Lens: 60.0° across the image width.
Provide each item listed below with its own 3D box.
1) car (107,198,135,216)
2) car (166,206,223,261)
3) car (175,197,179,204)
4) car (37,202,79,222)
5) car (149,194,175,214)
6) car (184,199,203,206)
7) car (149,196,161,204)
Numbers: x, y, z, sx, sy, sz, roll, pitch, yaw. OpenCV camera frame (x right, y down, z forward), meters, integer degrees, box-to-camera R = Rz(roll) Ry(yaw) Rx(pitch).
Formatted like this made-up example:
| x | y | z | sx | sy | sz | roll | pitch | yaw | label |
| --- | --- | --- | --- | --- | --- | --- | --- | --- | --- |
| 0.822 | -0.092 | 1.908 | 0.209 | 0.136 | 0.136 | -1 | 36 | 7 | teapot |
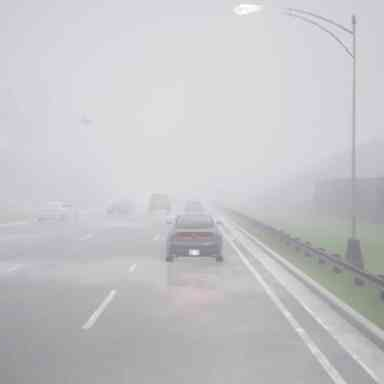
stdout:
| x | y | z | sx | sy | sz | roll | pitch | yaw | label |
| --- | --- | --- | --- | --- | --- | --- | --- | --- | --- |
| -6.851 | 1.591 | 32.582 | 1.895 | 1.301 | 4.718 | 0 | 0 | 0 | car |
| 0.081 | 1.504 | 12.228 | 1.837 | 1.490 | 4.892 | 0 | 1 | 0 | car |
| -3.485 | 1.546 | 61.315 | 1.994 | 1.385 | 4.181 | 0 | 0 | 0 | car |
| -10.362 | 1.518 | 25.878 | 1.812 | 1.442 | 4.674 | 0 | 0 | 0 | car |
| -3.344 | 1.209 | 36.033 | 2.150 | 2.045 | 5.566 | 0 | 0 | 0 | car |
| 0.152 | 1.482 | 36.482 | 2.128 | 1.511 | 4.902 | 0 | 0 | 0 | car |
| -6.999 | 1.459 | 63.647 | 1.882 | 1.535 | 5.008 | 0 | 0 | 0 | car |
